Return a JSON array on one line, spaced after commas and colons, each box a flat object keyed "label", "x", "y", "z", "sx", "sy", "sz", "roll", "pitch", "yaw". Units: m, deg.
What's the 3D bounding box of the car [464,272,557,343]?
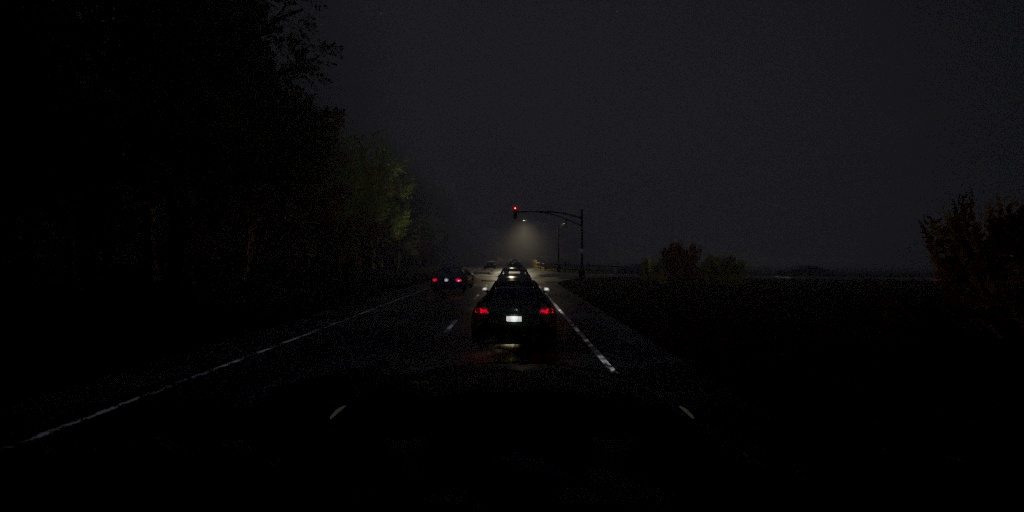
[{"label": "car", "x": 0.093, "y": 1.316, "z": 9.674, "sx": 1.994, "sy": 1.385, "sz": 4.181, "roll": 0, "pitch": 0, "yaw": 1}]

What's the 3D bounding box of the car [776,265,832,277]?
[{"label": "car", "x": 33.929, "y": 1.725, "z": 41.734, "sx": 5.357, "sy": 1.411, "sz": 2.033, "roll": 1, "pitch": -1, "yaw": 0}]

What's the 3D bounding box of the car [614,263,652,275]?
[{"label": "car", "x": 14.146, "y": 1.528, "z": 42.017, "sx": 4.181, "sy": 1.385, "sz": 1.994, "roll": 1, "pitch": -1, "yaw": 3}]

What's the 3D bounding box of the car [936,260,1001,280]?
[{"label": "car", "x": 48.592, "y": 1.499, "z": 38.058, "sx": 5.566, "sy": 2.045, "sz": 2.150, "roll": 1, "pitch": -1, "yaw": 0}]

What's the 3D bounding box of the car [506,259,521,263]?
[{"label": "car", "x": 0.346, "y": 1.260, "z": 53.890, "sx": 1.837, "sy": 1.490, "sz": 4.892, "roll": -2, "pitch": 0, "yaw": -7}]

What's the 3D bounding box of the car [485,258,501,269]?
[{"label": "car", "x": -3.335, "y": 1.303, "z": 57.534, "sx": 2.033, "sy": 1.411, "sz": 5.357, "roll": 0, "pitch": 0, "yaw": 0}]

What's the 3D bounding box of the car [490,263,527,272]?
[{"label": "car", "x": 0.121, "y": 1.301, "z": 18.879, "sx": 2.033, "sy": 1.411, "sz": 5.357, "roll": 0, "pitch": 0, "yaw": 0}]

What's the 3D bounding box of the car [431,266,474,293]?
[{"label": "car", "x": -3.376, "y": 1.302, "z": 20.985, "sx": 2.033, "sy": 1.411, "sz": 5.357, "roll": 0, "pitch": 0, "yaw": 0}]
